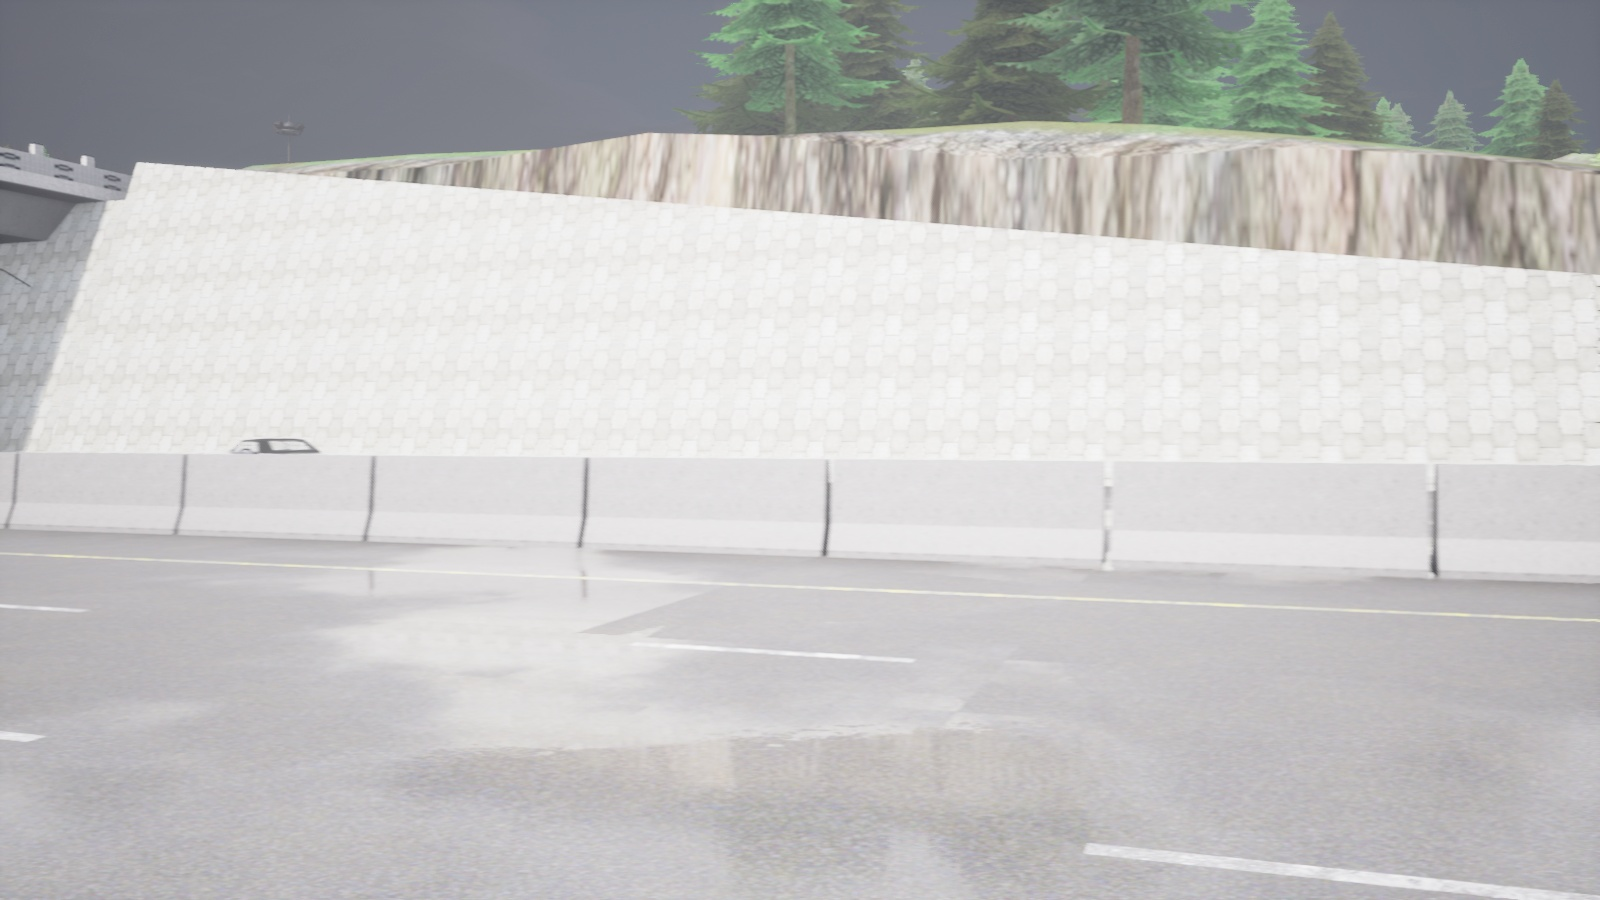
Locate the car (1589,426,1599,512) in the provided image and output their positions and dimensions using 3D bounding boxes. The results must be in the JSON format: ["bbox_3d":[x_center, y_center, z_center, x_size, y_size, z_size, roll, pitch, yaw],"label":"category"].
[{"bbox_3d":[17.513,0.398,23.146,4.611,1.667,2.242,1,1,19],"label":"car"}]

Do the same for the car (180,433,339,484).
[{"bbox_3d":[-15.299,0.205,35.461,4.718,1.301,1.895,1,1,34],"label":"car"}]
